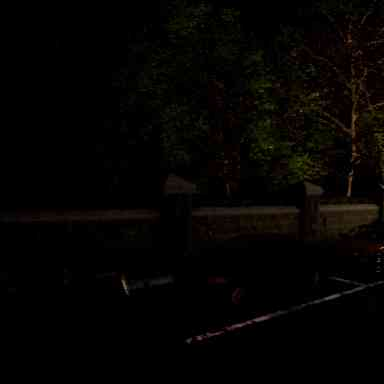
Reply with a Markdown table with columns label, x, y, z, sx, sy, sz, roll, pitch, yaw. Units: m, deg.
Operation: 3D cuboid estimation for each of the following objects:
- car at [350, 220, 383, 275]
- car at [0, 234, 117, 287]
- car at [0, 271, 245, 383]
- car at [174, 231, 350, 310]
| label | x | y | z | sx | sy | sz | roll | pitch | yaw |
| --- | --- | --- | --- | --- | --- | --- | --- | --- | --- |
| car | 5.948 | 1.617 | 10.801 | 4.829 | 1.417 | 1.752 | 1 | 0 | -36 |
| car | -2.930 | 1.441 | 4.466 | 4.097 | 1.590 | 1.967 | 1 | 0 | -36 |
| car | -1.985 | 1.596 | 1.962 | 4.718 | 1.301 | 1.895 | 1 | 0 | -36 |
| car | 1.578 | 1.629 | 7.682 | 4.206 | 1.307 | 1.802 | 1 | 0 | -36 |
